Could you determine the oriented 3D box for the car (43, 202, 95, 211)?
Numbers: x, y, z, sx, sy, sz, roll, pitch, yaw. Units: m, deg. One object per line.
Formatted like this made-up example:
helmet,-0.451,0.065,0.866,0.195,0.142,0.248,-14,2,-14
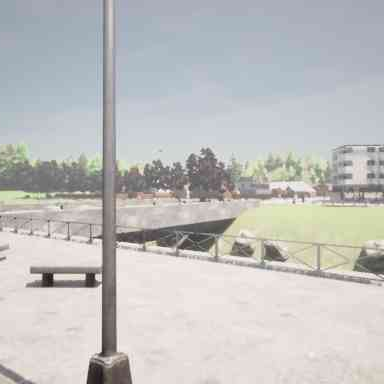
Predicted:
car,-11.780,1.600,32.314,1.895,1.301,4.718,0,0,36
